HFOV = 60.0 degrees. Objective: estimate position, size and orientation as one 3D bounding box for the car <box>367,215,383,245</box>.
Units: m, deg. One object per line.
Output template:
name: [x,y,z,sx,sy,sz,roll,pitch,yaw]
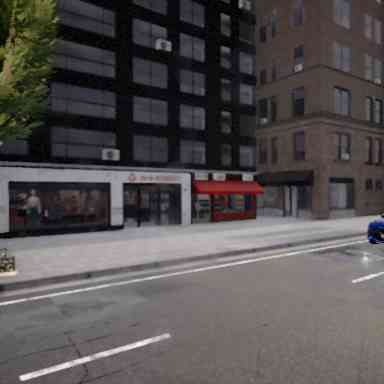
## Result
car: [9.316,1.377,13.940,5.008,1.535,1.882,-1,0,-34]
